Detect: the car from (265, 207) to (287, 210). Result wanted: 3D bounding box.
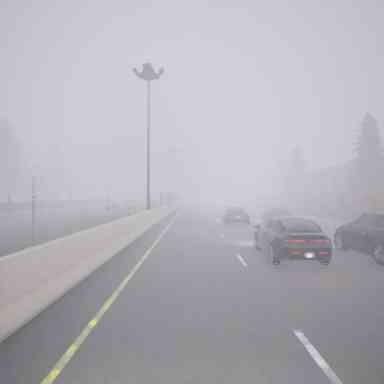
[{"bbox_3d":[7.045,1.912,27.582,1.994,1.385,4.181,0,-1,0],"label":"car"}]

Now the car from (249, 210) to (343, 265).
[{"bbox_3d":[3.542,1.663,12.376,1.837,1.490,4.892,0,0,1],"label":"car"}]

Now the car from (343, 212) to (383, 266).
[{"bbox_3d":[7.042,1.507,12.251,2.097,1.767,4.553,0,-1,1],"label":"car"}]

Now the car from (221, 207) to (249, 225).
[{"bbox_3d":[3.544,1.911,27.509,1.994,1.385,4.181,0,-1,0],"label":"car"}]

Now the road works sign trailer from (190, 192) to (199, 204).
[{"bbox_3d":[0.678,1.615,91.783,2.380,3.560,2.880,0,-1,10],"label":"road works sign trailer"}]
